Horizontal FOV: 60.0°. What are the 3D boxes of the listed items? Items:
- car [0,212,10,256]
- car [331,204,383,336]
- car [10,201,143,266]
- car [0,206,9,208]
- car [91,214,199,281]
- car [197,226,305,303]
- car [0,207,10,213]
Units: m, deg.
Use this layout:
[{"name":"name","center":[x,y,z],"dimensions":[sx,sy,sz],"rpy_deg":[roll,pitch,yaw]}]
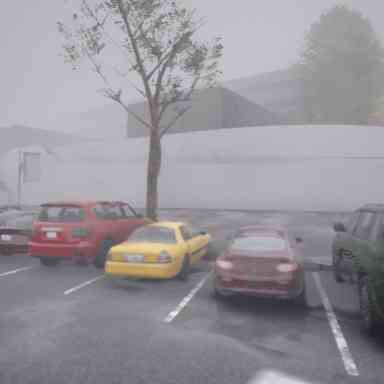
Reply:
[{"name":"car","center":[-5.615,1.631,13.470],"dimensions":[2.163,1.488,4.792],"rpy_deg":[-1,-1,15]},{"name":"car","center":[4.194,1.239,6.534],"dimensions":[2.435,2.045,5.566],"rpy_deg":[-1,-1,15]},{"name":"car","center":[-3.161,1.322,11.744],"dimensions":[2.435,2.045,5.566],"rpy_deg":[-1,-1,15]},{"name":"car","center":[-10.511,1.537,16.930],"dimensions":[2.185,1.767,4.553],"rpy_deg":[0,-1,15]},{"name":"car","center":[-0.666,1.545,10.159],"dimensions":[1.946,1.575,5.366],"rpy_deg":[-1,-1,15]},{"name":"car","center":[1.734,1.557,8.240],"dimensions":[2.002,1.452,4.674],"rpy_deg":[-1,-1,15]},{"name":"car","center":[-8.065,1.632,15.175],"dimensions":[2.231,1.521,4.892],"rpy_deg":[0,-1,15]}]
